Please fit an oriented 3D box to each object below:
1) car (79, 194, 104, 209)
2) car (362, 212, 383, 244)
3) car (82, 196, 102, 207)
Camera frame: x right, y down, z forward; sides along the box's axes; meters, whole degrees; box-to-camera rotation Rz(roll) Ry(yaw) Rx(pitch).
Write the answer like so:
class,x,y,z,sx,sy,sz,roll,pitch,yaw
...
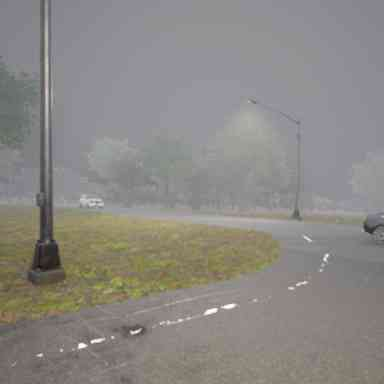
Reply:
class,x,y,z,sx,sy,sz,roll,pitch,yaw
car,-14.491,1.391,47.704,2.150,2.045,5.566,4,-3,-35
car,9.485,1.434,13.330,2.128,1.511,4.902,2,-1,-36
car,-20.694,1.999,68.802,2.150,2.045,5.566,4,-3,-35
